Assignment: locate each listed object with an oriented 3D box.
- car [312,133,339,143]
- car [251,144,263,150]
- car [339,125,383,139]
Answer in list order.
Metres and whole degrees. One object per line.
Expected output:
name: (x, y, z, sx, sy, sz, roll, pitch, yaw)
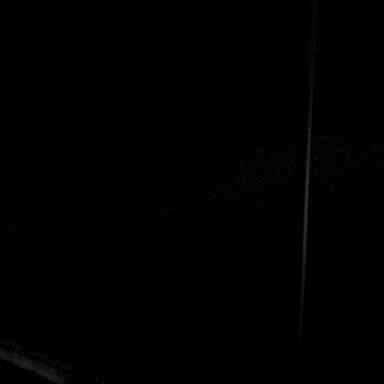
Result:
car: (13.333, -5.289, 34.358, 2.185, 1.767, 4.553, 1, 1, -29)
car: (7.965, -5.532, 43.977, 2.231, 1.521, 4.892, 1, 1, -29)
car: (16.020, -5.098, 29.539, 2.185, 1.767, 4.553, 1, 1, -29)
